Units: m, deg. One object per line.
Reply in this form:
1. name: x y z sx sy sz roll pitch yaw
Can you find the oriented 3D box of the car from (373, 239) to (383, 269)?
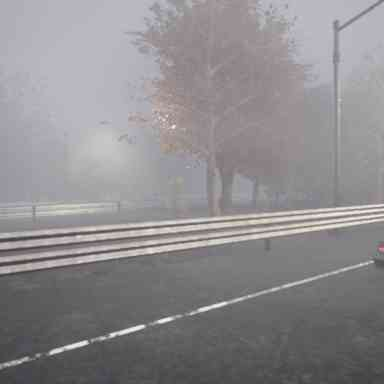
1. car: 6.963 1.410 8.965 5.357 1.411 2.033 -1 1 -36
